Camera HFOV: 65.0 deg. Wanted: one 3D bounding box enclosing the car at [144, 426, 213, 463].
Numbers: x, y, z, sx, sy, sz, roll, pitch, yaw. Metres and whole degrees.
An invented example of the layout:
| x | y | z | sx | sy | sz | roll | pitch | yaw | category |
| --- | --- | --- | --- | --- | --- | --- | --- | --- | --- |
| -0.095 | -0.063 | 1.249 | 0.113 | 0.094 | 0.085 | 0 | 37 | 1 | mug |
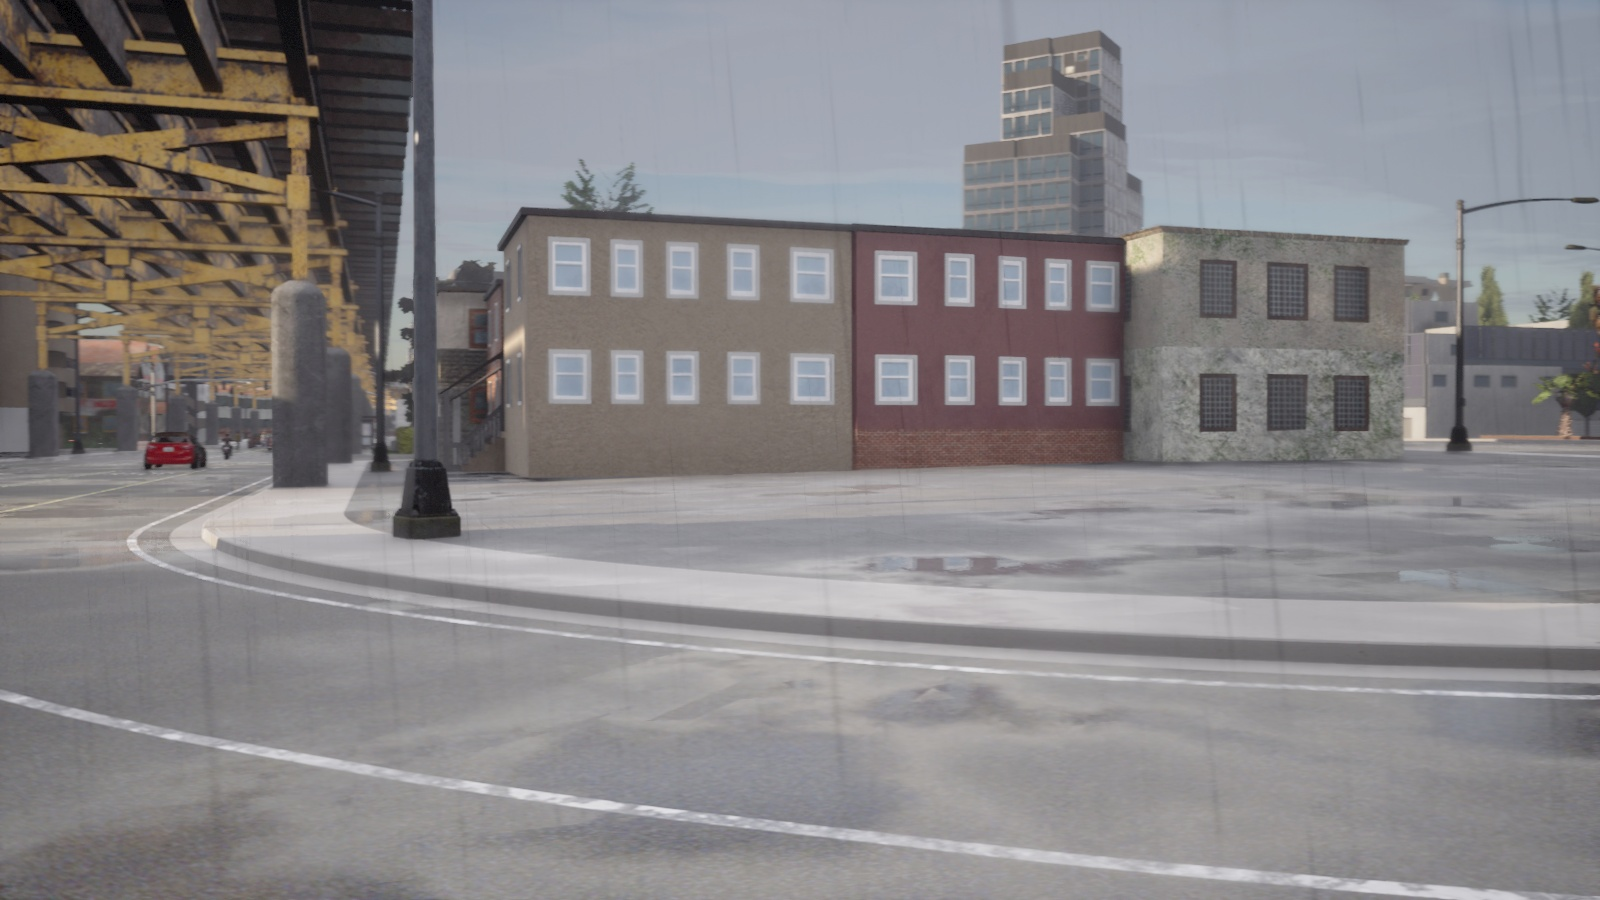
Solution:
| x | y | z | sx | sy | sz | roll | pitch | yaw | category |
| --- | --- | --- | --- | --- | --- | --- | --- | --- | --- |
| -28.812 | -0.287 | 58.399 | 2.242 | 1.667 | 4.611 | 0 | 1 | -18 | car |
